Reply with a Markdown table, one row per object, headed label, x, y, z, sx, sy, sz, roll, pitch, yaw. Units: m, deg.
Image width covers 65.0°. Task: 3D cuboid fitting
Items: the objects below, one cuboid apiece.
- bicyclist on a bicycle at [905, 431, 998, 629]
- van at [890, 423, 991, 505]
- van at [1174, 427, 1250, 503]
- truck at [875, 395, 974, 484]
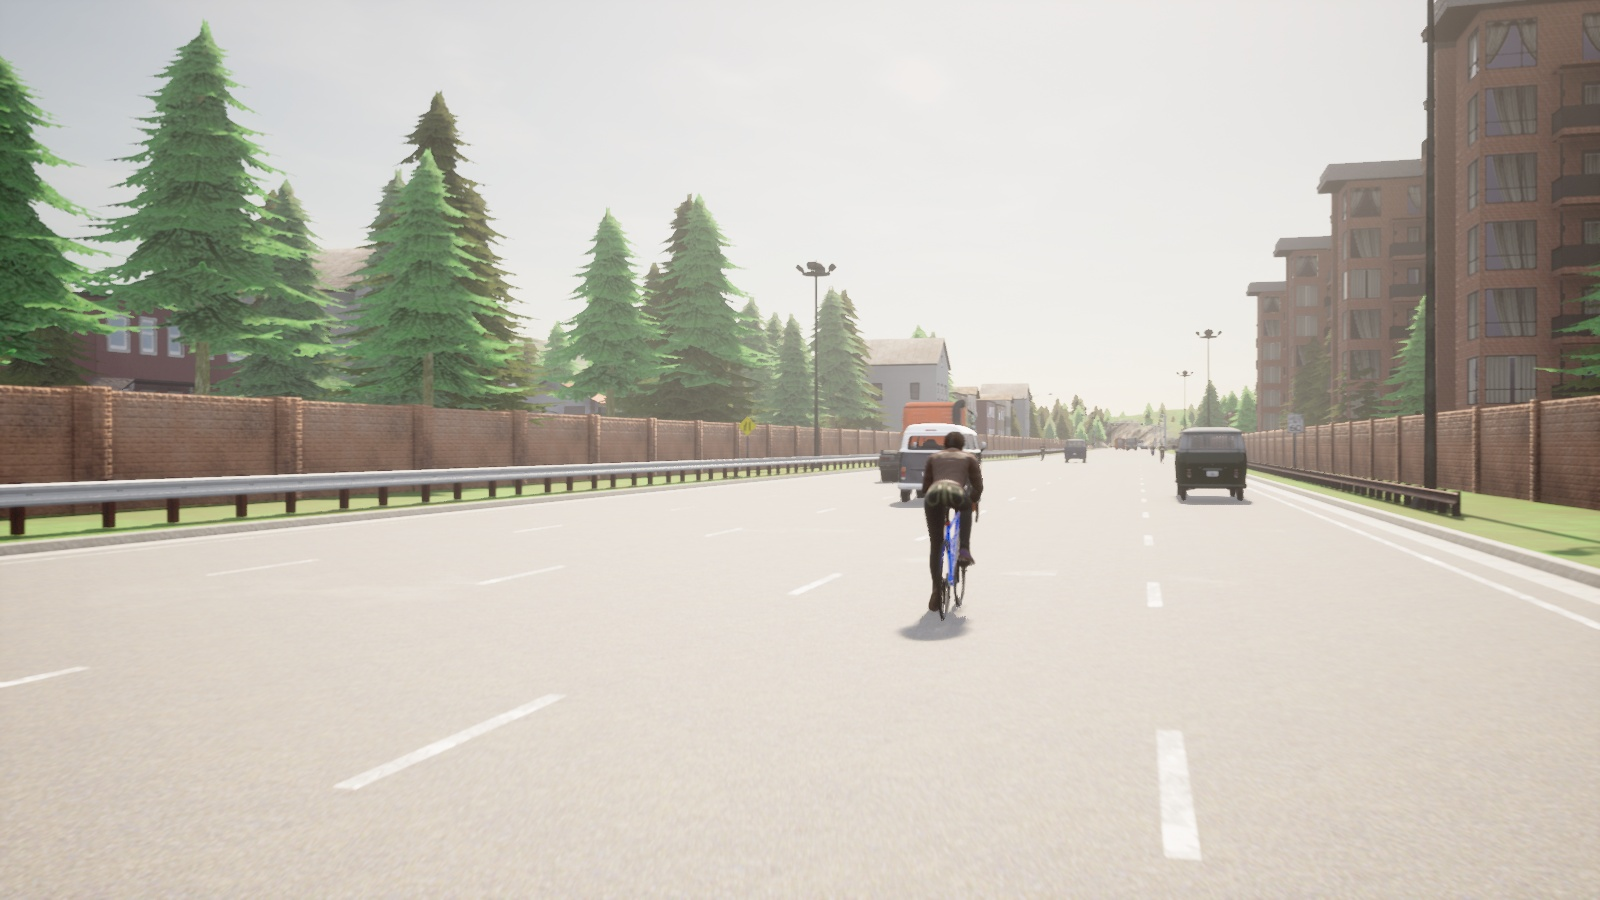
| label | x | y | z | sx | sy | sz | roll | pitch | yaw |
| --- | --- | --- | --- | --- | --- | --- | --- | --- | --- |
| bicyclist on a bicycle | 1.375 | 0.658 | 11.161 | 0.582 | 1.620 | 1.656 | 0 | 0 | 15 |
| van | 3.861 | 0.343 | 33.859 | 2.069 | 2.038 | 4.480 | 0 | 0 | 15 |
| van | 11.482 | 0.373 | 35.234 | 1.775 | 1.987 | 4.442 | 0 | 0 | 15 |
| truck | 5.369 | -0.434 | 52.909 | 2.891 | 3.462 | 7.936 | 0 | 0 | 15 |
